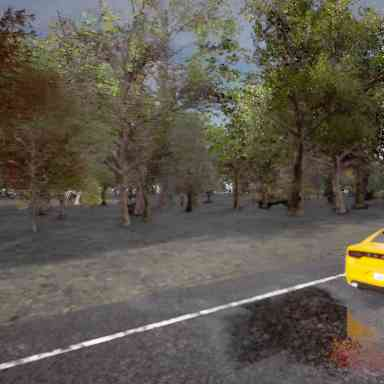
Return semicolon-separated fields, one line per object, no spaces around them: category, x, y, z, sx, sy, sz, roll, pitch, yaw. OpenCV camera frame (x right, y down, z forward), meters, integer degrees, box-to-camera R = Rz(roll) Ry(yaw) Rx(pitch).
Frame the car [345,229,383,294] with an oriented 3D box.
car;5.592;1.451;7.737;5.008;1.535;1.882;0;0;-35
